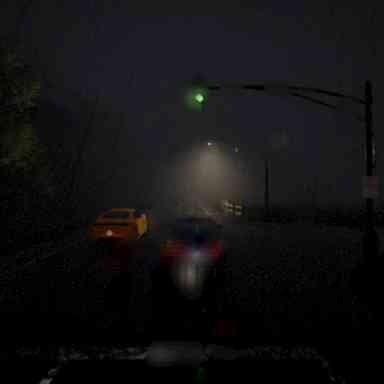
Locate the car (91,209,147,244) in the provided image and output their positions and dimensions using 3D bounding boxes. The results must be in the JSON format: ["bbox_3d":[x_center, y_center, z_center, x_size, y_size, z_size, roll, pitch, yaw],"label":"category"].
[{"bbox_3d":[-3.379,1.540,16.132,1.882,1.535,5.008,0,0,0],"label":"car"}]

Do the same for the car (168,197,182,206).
[{"bbox_3d":[-3.326,1.724,60.426,1.837,1.490,4.892,0,-1,0],"label":"car"}]

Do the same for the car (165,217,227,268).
[{"bbox_3d":[0.117,1.570,11.385,1.812,1.442,4.674,0,0,0],"label":"car"}]
